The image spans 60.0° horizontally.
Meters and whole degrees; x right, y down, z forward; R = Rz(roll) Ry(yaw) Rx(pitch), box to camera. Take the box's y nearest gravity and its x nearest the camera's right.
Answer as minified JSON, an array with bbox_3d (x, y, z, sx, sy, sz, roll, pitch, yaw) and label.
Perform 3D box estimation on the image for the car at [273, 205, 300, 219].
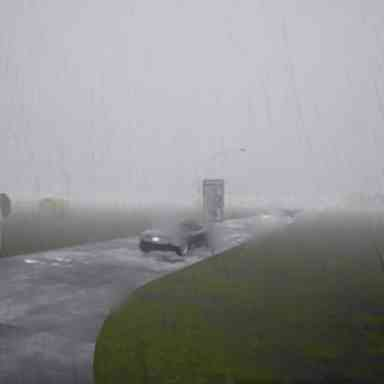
[{"bbox_3d":[11.912,2.457,41.643,1.882,1.535,5.008,0,-1,25],"label":"car"}]

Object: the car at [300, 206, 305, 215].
[{"bbox_3d":[16.266,2.816,51.202,1.895,1.301,4.718,0,-1,25],"label":"car"}]

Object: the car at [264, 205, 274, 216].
[{"bbox_3d":[11.663,2.586,47.784,2.128,1.511,4.902,0,-1,25],"label":"car"}]

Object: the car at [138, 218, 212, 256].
[{"bbox_3d":[-0.569,1.841,14.673,1.994,1.385,4.181,0,-1,25],"label":"car"}]
